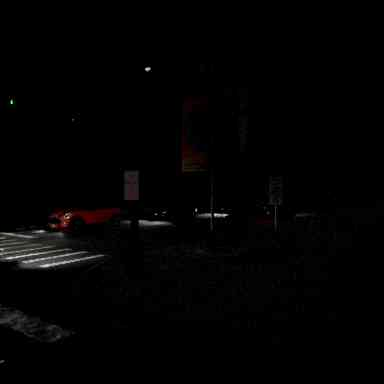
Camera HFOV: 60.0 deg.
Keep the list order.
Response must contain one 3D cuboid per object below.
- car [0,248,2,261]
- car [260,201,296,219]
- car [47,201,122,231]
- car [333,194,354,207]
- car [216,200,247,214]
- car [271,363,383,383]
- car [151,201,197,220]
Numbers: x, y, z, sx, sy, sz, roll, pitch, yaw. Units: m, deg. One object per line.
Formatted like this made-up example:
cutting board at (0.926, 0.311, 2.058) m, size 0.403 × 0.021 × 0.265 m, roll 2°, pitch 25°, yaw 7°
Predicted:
car at (-7.469, 1.512, 8.292) m, size 1.837 × 1.490 × 4.892 m, roll 0°, pitch 0°, yaw 35°
car at (7.788, 1.547, 29.839) m, size 2.128 × 1.511 × 4.902 m, roll 0°, pitch 0°, yaw 35°
car at (-6.688, 1.370, 20.987) m, size 2.097 × 1.767 × 4.553 m, roll 0°, pitch 0°, yaw 35°
car at (24.096, 1.348, 52.872) m, size 2.150 × 2.045 × 5.566 m, roll 0°, pitch 0°, yaw 35°
car at (4.342, 1.618, 36.553) m, size 1.994 × 1.385 × 4.181 m, roll 0°, pitch 0°, yaw 36°
car at (2.222, 1.551, 1.258) m, size 4.403 × 1.369 × 2.008 m, roll 0°, pitch 0°, yaw 36°
car at (-1.456, 1.539, 28.375) m, size 1.837 × 1.490 × 4.892 m, roll 0°, pitch 0°, yaw 35°
